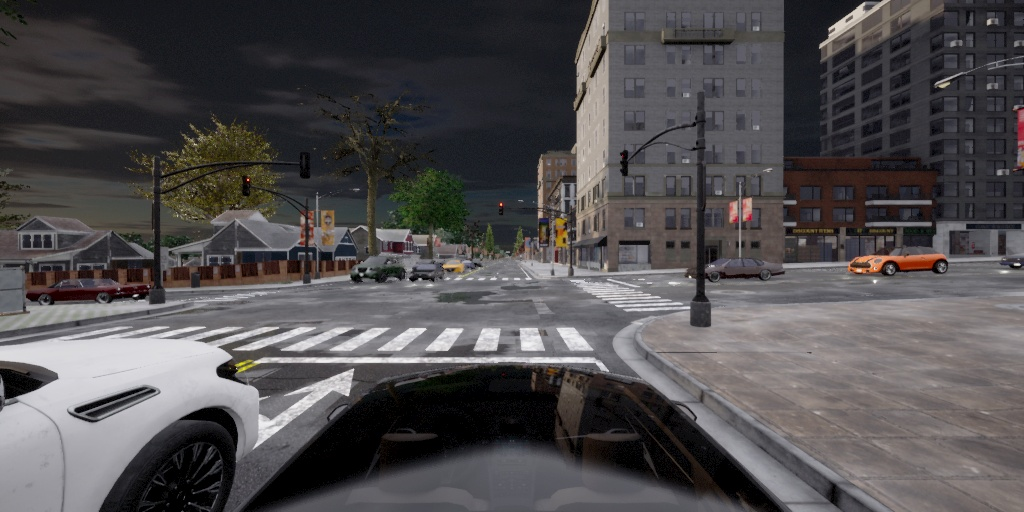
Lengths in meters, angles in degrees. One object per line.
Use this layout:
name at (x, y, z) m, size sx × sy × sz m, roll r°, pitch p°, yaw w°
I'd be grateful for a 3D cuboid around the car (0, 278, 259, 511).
car at (-3.146, 0.972, 0.545) m, size 2.150 × 2.045 × 5.566 m, roll 0°, pitch 0°, yaw 0°

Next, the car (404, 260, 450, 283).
car at (-6.619, 1.311, 28.512) m, size 2.033 × 1.411 × 5.357 m, roll 0°, pitch 0°, yaw 0°

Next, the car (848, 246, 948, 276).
car at (23.427, 0.218, 21.911) m, size 4.553 × 1.767 × 2.097 m, roll -2°, pitch 0°, yaw 0°

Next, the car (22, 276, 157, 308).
car at (-21.638, 1.807, 18.524) m, size 4.718 × 1.301 × 1.895 m, roll -2°, pitch 0°, yaw 0°

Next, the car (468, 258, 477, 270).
car at (-6.644, 1.321, 52.808) m, size 1.812 × 1.442 × 4.674 m, roll 0°, pitch 0°, yaw 0°

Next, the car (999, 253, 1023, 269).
car at (33.567, 0.038, 21.943) m, size 5.357 × 1.411 × 2.033 m, roll -2°, pitch 0°, yaw 0°

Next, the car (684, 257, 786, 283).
car at (13.507, 0.793, 21.879) m, size 5.357 × 1.411 × 2.033 m, roll -2°, pitch 0°, yaw 0°

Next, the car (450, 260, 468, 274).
car at (-6.635, 1.250, 41.072) m, size 1.882 × 1.535 × 5.008 m, roll 0°, pitch 0°, yaw 0°

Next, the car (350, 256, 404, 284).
car at (-10.229, 0.984, 28.024) m, size 2.150 × 2.045 × 5.566 m, roll 1°, pitch 0°, yaw 8°
